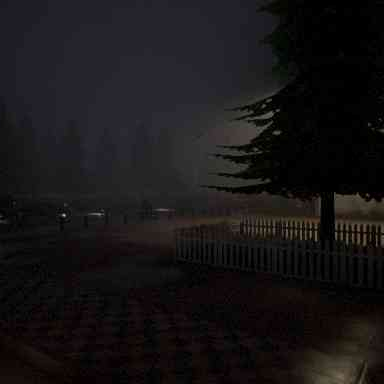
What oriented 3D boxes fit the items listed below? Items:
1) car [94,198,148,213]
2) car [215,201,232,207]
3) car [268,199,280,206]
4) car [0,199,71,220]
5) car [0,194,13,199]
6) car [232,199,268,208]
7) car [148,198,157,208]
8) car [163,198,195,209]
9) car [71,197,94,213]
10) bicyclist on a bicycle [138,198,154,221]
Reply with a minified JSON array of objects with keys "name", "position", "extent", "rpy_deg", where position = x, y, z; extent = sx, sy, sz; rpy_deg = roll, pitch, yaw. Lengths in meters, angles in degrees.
[{"name":"car","position":[-7.838,1.547,37.055],"extent":[2.033,1.411,5.357],"rpy_deg":[0,0,35]},{"name":"car","position":[5.147,1.564,48.961],"extent":[1.994,1.385,4.181],"rpy_deg":[0,0,35]},{"name":"car","position":[14.328,1.547,55.741],"extent":[2.033,1.411,5.357],"rpy_deg":[0,0,36]},{"name":"car","position":[-13.687,1.547,28.861],"extent":[2.033,1.411,5.357],"rpy_deg":[0,0,35]},{"name":"car","position":[-18.174,1.222,28.597],"extent":[2.150,2.045,5.566],"rpy_deg":[0,0,35]},{"name":"car","position":[8.414,1.221,47.443],"extent":[2.150,2.045,5.566],"rpy_deg":[0,0,36]},{"name":"car","position":[-6.621,1.526,44.779],"extent":[1.812,1.442,4.674],"rpy_deg":[0,0,36]},{"name":"car","position":[-1.665,1.547,45.680],"extent":[2.033,1.411,5.357],"rpy_deg":[0,0,36]},{"name":"car","position":[-12.570,1.352,36.448],"extent":[2.097,1.767,4.553],"rpy_deg":[0,0,36]},{"name":"bicyclist on a bicycle","position":[-3.385,1.302,24.388],"extent":[1.656,1.620,0.582],"rpy_deg":[0,0,36]}]
